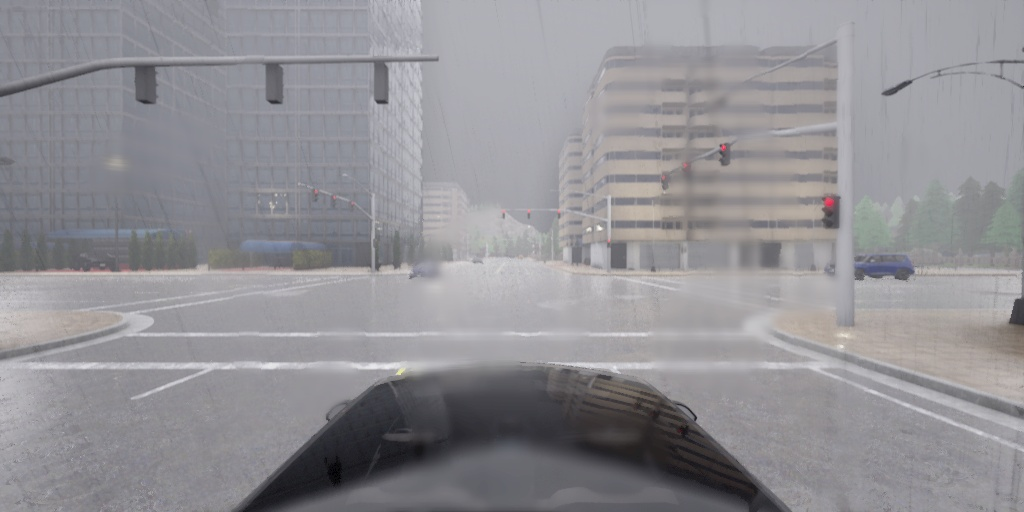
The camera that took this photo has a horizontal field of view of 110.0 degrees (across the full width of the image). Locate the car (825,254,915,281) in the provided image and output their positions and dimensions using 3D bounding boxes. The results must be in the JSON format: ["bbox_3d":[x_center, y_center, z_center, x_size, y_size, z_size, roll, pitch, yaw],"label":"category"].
[{"bbox_3d":[27.892,0.846,28.035,5.566,2.045,2.150,0,0,0],"label":"car"}]

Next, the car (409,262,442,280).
[{"bbox_3d":[-6.967,1.200,29.389,1.812,1.442,4.674,0,1,0],"label":"car"}]
